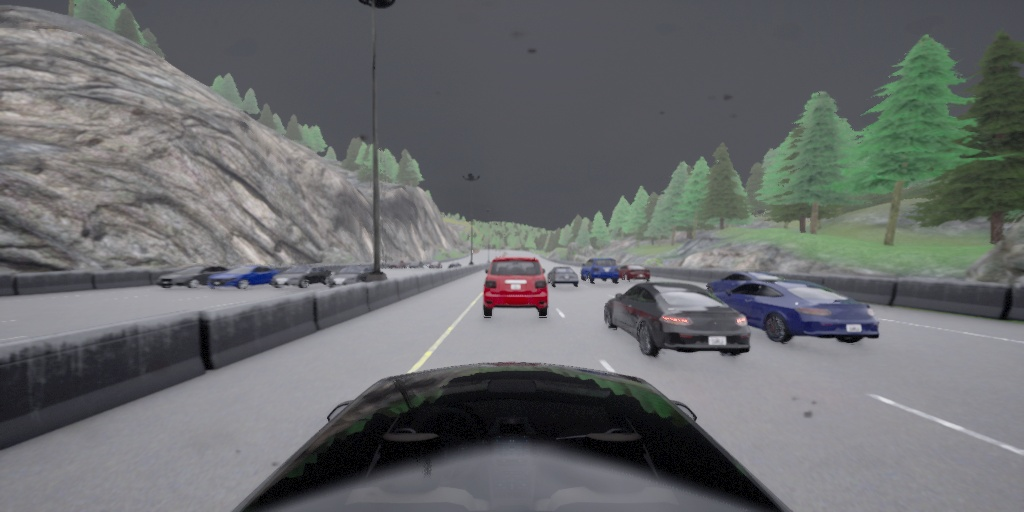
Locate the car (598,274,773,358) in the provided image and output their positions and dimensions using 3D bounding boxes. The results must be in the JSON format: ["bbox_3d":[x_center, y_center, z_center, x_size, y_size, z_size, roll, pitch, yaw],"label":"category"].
[{"bbox_3d":[3.600,1.335,8.568,1.812,1.442,4.674,0,0,0],"label":"car"}]

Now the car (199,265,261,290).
[{"bbox_3d":[-17.547,1.361,23.843,1.882,1.535,5.008,0,0,0],"label":"car"}]

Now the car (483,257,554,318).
[{"bbox_3d":[0.123,1.062,13.648,2.150,2.045,5.566,0,-1,0],"label":"car"}]

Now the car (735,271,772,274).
[{"bbox_3d":[10.629,1.406,16.057,1.812,1.442,4.674,0,0,0],"label":"car"}]

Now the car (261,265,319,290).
[{"bbox_3d":[-14.045,1.385,24.283,2.128,1.511,4.902,0,0,0],"label":"car"}]

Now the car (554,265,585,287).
[{"bbox_3d":[3.654,1.492,26.385,2.033,1.411,5.357,0,0,0],"label":"car"}]

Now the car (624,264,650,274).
[{"bbox_3d":[10.670,1.480,32.062,1.882,1.535,5.008,0,0,0],"label":"car"}]

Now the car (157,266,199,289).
[{"bbox_3d":[-21.045,1.384,24.225,1.837,1.490,4.892,0,0,0],"label":"car"}]

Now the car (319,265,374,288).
[{"bbox_3d":[-10.546,1.392,24.312,2.128,1.511,4.902,0,0,0],"label":"car"}]

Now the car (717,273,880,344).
[{"bbox_3d":[7.105,1.351,9.740,1.812,1.442,4.674,0,0,0],"label":"car"}]

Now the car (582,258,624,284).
[{"bbox_3d":[7.165,1.198,29.693,2.150,2.045,5.566,0,0,0],"label":"car"}]
